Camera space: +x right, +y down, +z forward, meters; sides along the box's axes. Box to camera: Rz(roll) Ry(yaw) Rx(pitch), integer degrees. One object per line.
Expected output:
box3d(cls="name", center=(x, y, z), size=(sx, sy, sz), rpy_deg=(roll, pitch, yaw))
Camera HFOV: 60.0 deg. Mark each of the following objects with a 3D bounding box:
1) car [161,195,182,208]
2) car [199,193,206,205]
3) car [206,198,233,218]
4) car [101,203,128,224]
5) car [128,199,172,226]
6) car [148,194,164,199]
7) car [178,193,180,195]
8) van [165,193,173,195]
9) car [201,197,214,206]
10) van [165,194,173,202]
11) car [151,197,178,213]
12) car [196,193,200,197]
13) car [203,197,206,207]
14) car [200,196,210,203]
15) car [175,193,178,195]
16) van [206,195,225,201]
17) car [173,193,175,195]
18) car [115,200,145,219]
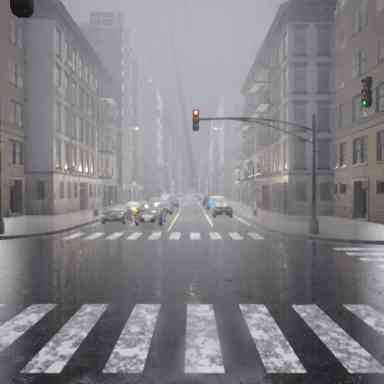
box3d(cls="car", center=(-2.850, 1.551, 46.031), size=(1.994, 1.385, 4.181), rpy_deg=(0, 0, -1))
box3d(cls="car", center=(2.640, 1.301, 51.361), size=(2.192, 1.841, 5.009), rpy_deg=(0, 0, 0))
box3d(cls="car", center=(2.636, 1.542, 29.736), size=(2.008, 1.369, 4.403), rpy_deg=(0, 0, 0))
box3d(cls="car", center=(-5.392, 1.544, 24.328), size=(2.008, 1.369, 4.403), rpy_deg=(0, 0, 0))
box3d(cls="car", center=(-2.851, 1.485, 23.696), size=(2.128, 1.511, 4.902), rpy_deg=(0, 0, 0))
box3d(cls="car", center=(-5.415, 1.427, 45.953), size=(1.967, 1.590, 4.097), rpy_deg=(0, 0, 0))
box3d(cls="car", center=(-5.465, 1.290, 94.609), size=(2.192, 1.841, 5.009), rpy_deg=(0, 0, 0))
box3d(cls="van", center=(-5.437, 1.323, 67.577), size=(1.690, 1.788, 3.998), rpy_deg=(0, 0, 0))
box3d(cls="car", center=(2.640, 1.550, 56.767), size=(1.947, 1.339, 4.313), rpy_deg=(0, 0, 0))
box3d(cls="van", center=(-5.448, 1.321, 78.390), size=(1.690, 1.788, 3.998), rpy_deg=(0, 0, 0))
box3d(cls="car", center=(-2.847, 1.538, 34.170), size=(2.033, 1.411, 5.357), rpy_deg=(0, 0, 0))
box3d(cls="car", center=(2.645, 1.523, 83.798), size=(1.887, 1.381, 4.507), rpy_deg=(0, 0, 0))
box3d(cls="car", center=(2.638, 1.570, 40.548), size=(1.802, 1.307, 4.206), rpy_deg=(0, 0, 0))
box3d(cls="car", center=(2.642, 1.507, 67.749), size=(1.752, 1.417, 4.829), rpy_deg=(0, 0, 0))
box3d(cls="car", center=(-5.459, 1.528, 89.202), size=(2.008, 1.369, 4.403), rpy_deg=(0, 0, 0))
box3d(cls="van", center=(2.637, 1.331, 35.142), size=(1.690, 1.788, 3.998), rpy_deg=(0, 0, 0))
box3d(cls="car", center=(-5.443, 1.296, 72.983), size=(2.192, 1.841, 5.009), rpy_deg=(0, 0, 0))
box3d(cls="car", center=(-5.398, 1.517, 29.564), size=(1.752, 1.417, 4.829), rpy_deg=(0, 0, 0))
